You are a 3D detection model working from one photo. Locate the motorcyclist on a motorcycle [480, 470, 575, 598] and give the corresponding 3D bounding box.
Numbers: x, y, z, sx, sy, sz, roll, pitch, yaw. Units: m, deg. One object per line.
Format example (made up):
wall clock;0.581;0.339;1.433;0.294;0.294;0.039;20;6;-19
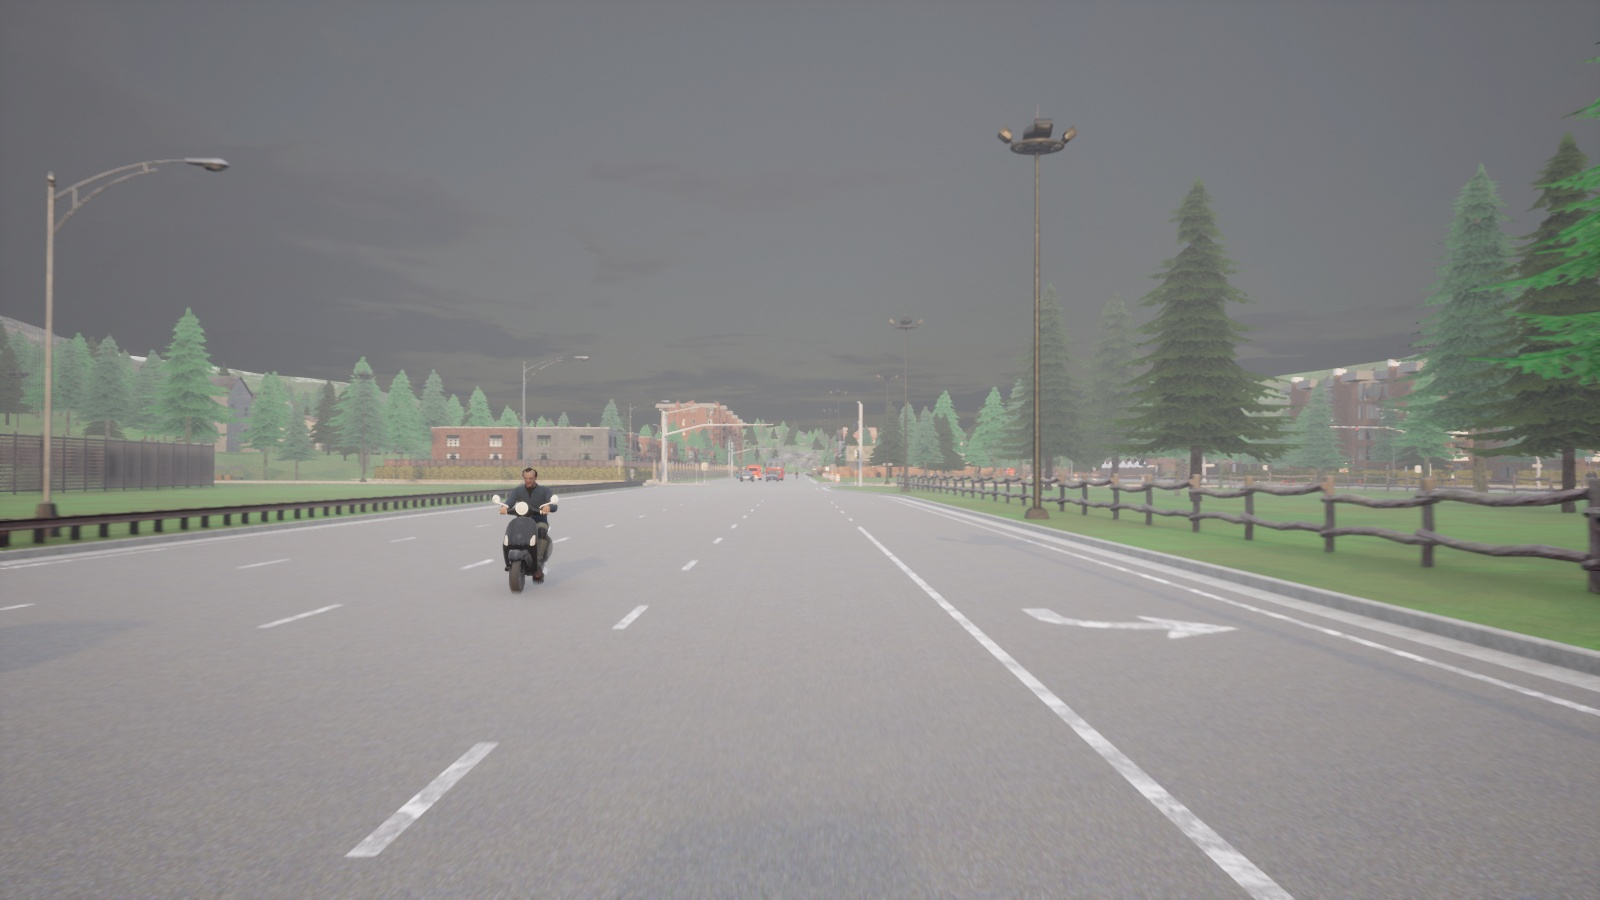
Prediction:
motorcyclist on a motorcycle;-3.540;1.056;16.470;0.866;1.590;1.817;0;-1;0
